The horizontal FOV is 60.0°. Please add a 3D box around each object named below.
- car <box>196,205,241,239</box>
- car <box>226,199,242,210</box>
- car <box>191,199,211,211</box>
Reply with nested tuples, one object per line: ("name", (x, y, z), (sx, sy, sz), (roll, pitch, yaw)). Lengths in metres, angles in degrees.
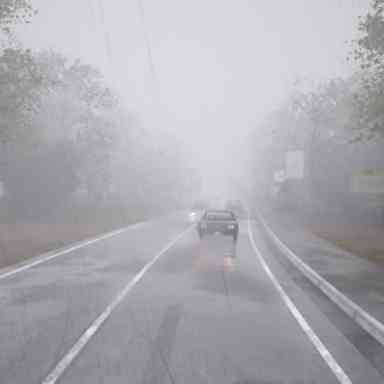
("car", (1.441, 1.581, 17.221), (1.895, 1.301, 4.718), (1, 0, 7))
("car", (4.901, 1.502, 38.939), (2.033, 1.411, 5.357), (1, 0, 9))
("car", (1.083, 1.497, 38.611), (1.895, 1.301, 4.718), (1, 0, 9))
